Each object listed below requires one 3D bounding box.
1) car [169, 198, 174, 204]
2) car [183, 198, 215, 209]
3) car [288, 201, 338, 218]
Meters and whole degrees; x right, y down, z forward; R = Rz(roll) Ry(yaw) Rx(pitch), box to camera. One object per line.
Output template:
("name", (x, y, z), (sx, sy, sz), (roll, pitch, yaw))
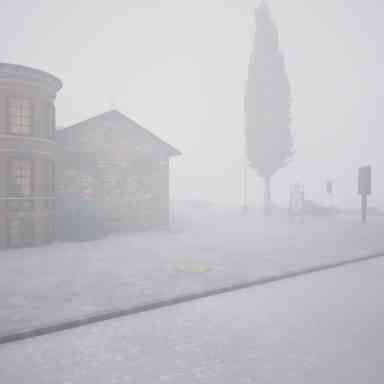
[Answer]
("car", (-5.334, 1.601, 60.937), (1.895, 1.301, 4.718), (0, 0, -35))
("car", (0.844, 1.547, 45.074), (2.033, 1.411, 5.357), (0, 0, -36))
("car", (11.080, 1.526, 30.747), (1.812, 1.442, 4.674), (0, 0, -36))
